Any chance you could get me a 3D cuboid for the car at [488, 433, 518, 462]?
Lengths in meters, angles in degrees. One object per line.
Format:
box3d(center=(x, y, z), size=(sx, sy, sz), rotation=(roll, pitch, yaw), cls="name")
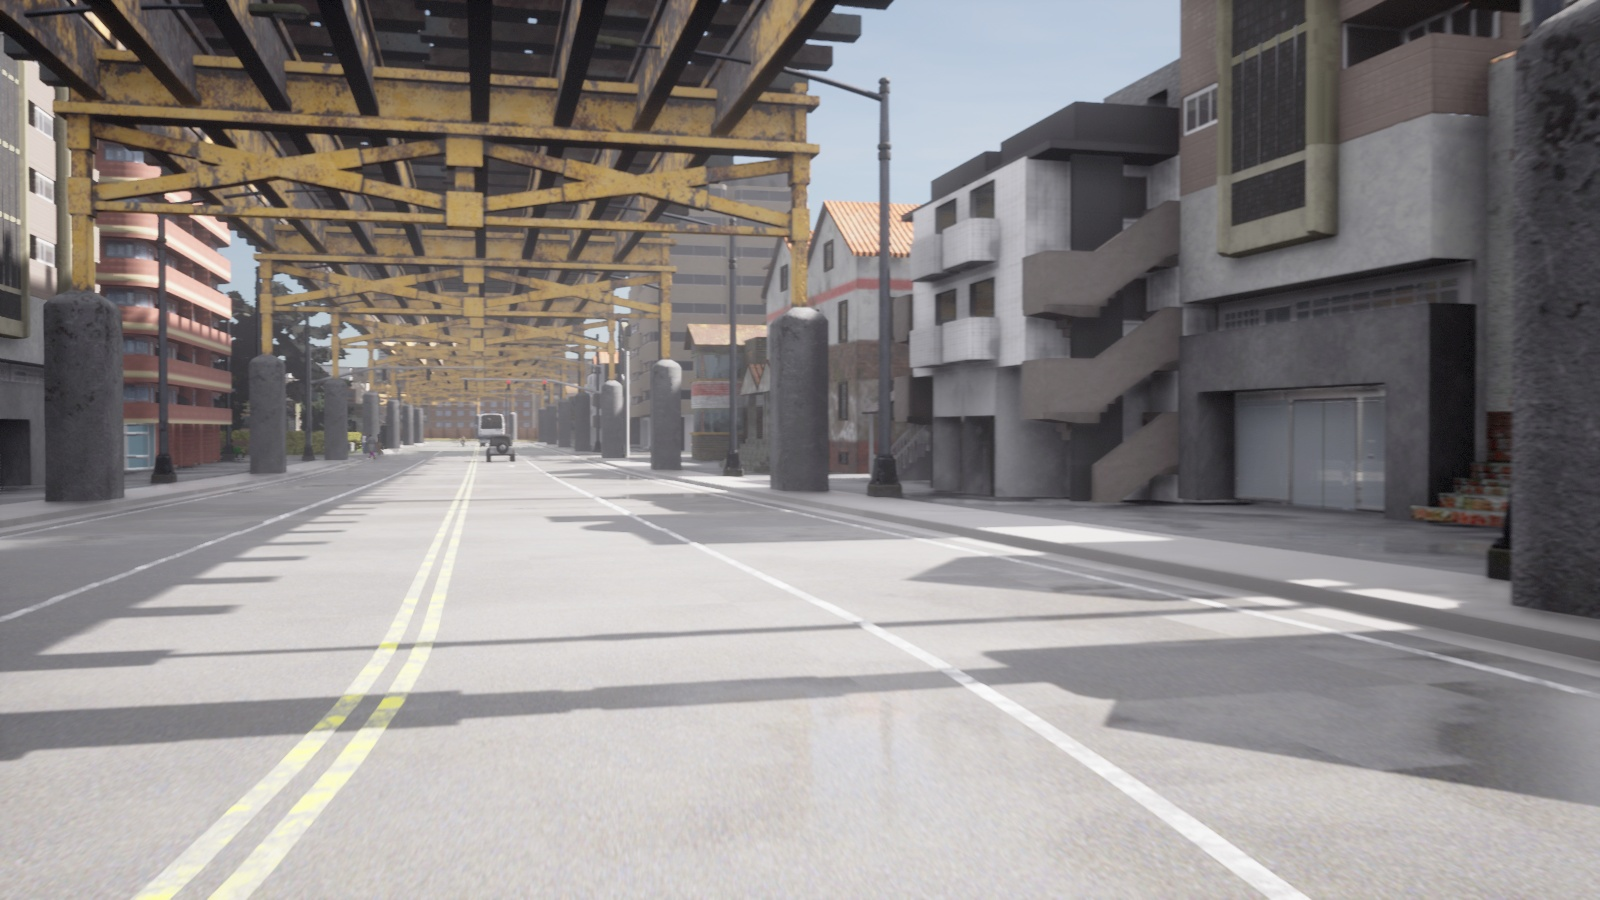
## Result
box3d(center=(-20.170, -0.177, 85.166), size=(1.905, 1.878, 3.866), rotation=(0, 1, -14), cls="car")
